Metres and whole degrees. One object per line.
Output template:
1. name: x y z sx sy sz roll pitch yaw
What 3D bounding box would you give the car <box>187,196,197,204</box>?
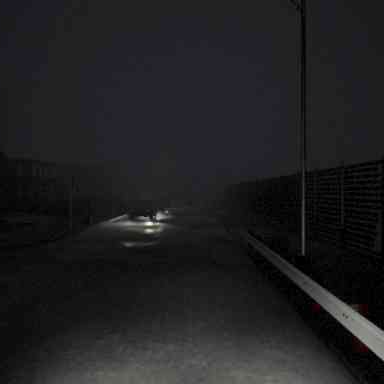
1. car: 0.002 1.441 62.376 1.812 1.442 4.674 0 0 0

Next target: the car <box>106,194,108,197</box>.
1. car: -17.276 1.050 62.420 3.633 1.501 1.845 0 0 0

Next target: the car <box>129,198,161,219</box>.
1. car: -4.093 1.439 28.448 1.882 1.535 5.008 0 0 0

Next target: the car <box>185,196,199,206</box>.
1. car: 0.002 1.455 52.135 1.812 1.442 4.674 0 0 0

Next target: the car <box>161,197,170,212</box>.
1. car: -4.064 1.440 37.713 2.128 1.511 4.902 0 0 0
